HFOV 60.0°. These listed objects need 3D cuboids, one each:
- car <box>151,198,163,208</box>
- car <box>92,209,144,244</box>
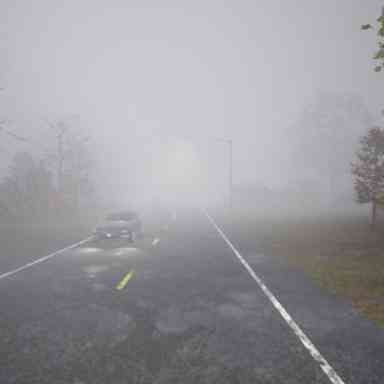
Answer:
[{"bbox_3d":[-6.154,1.854,58.210,2.097,1.767,4.553,0,0,-6],"label":"car"},{"bbox_3d":[-3.623,1.667,16.926,1.837,1.490,4.892,0,-1,0],"label":"car"}]
